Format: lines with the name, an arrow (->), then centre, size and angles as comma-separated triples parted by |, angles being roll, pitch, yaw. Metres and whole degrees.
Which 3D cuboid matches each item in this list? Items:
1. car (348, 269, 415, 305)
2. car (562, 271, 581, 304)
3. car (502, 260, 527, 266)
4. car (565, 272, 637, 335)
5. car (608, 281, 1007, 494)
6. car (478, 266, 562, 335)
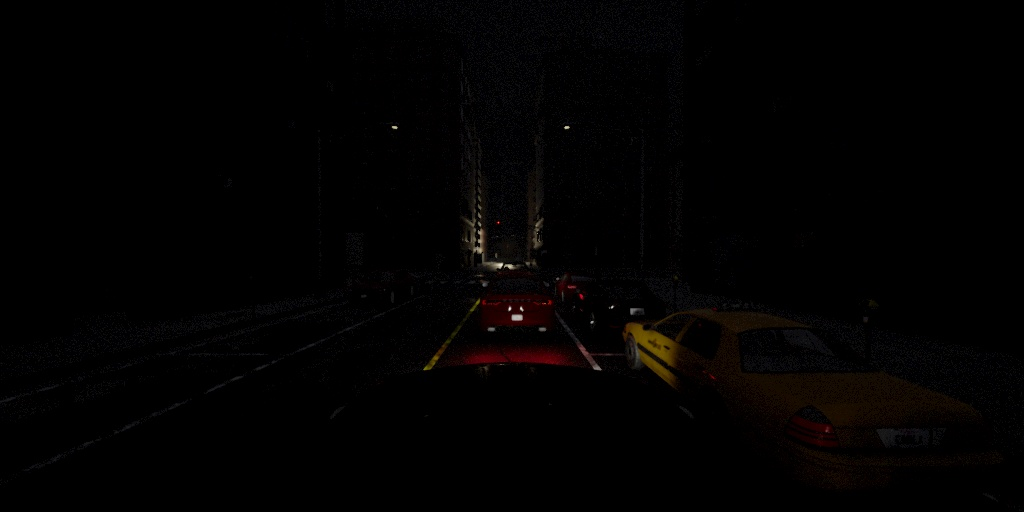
car -> -5.636, 1.290, 15.911 | 1.888, 1.381, 4.507 | 0, 0, 0
car -> 2.910, 1.327, 15.891 | 1.802, 1.307, 4.207 | 0, 0, 0
car -> 0.145, 1.095, 20.817 | 2.097, 1.767, 4.553 | 0, 0, 0
car -> 2.895, 1.313, 10.305 | 1.948, 1.339, 4.313 | 0, 0, 0
car -> 2.880, 1.274, 4.889 | 1.751, 1.417, 4.829 | 0, 0, 0
car -> 0.118, 1.225, 10.488 | 1.882, 1.535, 5.008 | 0, 0, 0
